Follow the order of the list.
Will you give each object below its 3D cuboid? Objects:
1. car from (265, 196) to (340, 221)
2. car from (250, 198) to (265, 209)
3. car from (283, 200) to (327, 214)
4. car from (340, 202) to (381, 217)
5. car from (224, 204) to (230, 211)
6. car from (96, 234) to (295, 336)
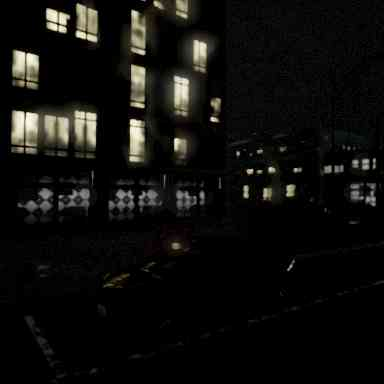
[{"bbox_3d":[8.822,1.281,26.919,2.192,1.841,5.009,2,0,-36],"label":"car"},{"bbox_3d":[9.007,1.375,40.820,1.967,1.590,4.097,2,0,-36],"label":"car"},{"bbox_3d":[12.286,1.587,36.347,1.802,1.307,4.206,2,0,-36],"label":"car"},{"bbox_3d":[15.569,1.618,31.878,1.887,1.381,4.507,2,0,-36],"label":"car"},{"bbox_3d":[2.250,1.409,35.860,1.802,1.307,4.206,2,0,-36],"label":"car"},{"bbox_3d":[0.291,1.598,6.762,4.313,1.339,1.947,1,0,-35],"label":"car"}]
